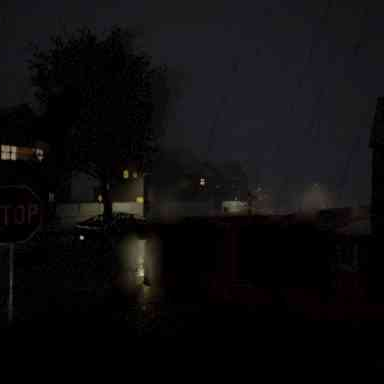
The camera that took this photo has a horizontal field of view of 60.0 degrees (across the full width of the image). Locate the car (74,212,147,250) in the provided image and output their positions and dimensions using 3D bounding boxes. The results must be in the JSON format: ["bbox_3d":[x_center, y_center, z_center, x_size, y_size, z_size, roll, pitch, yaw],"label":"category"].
[{"bbox_3d":[-3.152,1.702,15.686,2.128,1.511,4.902,2,0,35],"label":"car"}]

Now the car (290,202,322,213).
[{"bbox_3d":[13.919,2.195,40.382,1.812,1.442,4.674,2,0,36],"label":"car"}]

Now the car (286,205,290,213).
[{"bbox_3d":[14.552,2.250,46.234,1.994,1.385,4.181,2,0,35],"label":"car"}]

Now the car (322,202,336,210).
[{"bbox_3d":[19.641,2.190,48.767,2.097,1.767,4.553,2,0,35],"label":"car"}]
